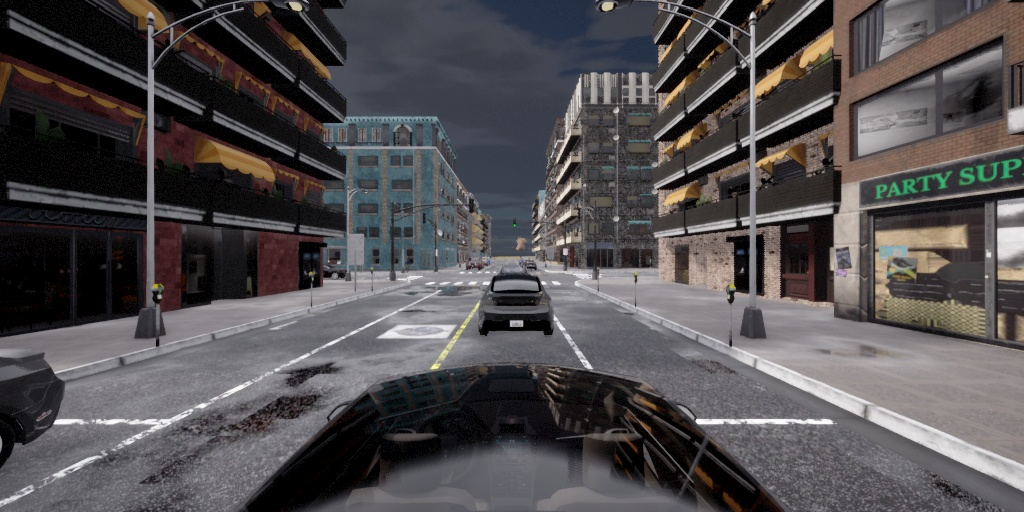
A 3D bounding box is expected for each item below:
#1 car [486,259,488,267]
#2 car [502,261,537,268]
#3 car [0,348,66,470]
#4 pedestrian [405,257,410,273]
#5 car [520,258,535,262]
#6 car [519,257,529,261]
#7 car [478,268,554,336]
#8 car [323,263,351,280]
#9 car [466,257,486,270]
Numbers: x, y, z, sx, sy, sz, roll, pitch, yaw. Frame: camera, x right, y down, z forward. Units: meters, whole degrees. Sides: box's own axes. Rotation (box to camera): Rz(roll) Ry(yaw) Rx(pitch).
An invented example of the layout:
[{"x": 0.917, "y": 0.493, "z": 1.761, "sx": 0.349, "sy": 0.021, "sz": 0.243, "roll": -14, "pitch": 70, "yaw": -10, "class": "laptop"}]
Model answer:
[{"x": -5.331, "y": 1.278, "z": 56.493, "sx": 1.888, "sy": 1.381, "sz": 4.507, "roll": 0, "pitch": 0, "yaw": 0, "class": "car"}, {"x": 0.123, "y": 1.240, "z": 20.230, "sx": 2.128, "sy": 1.511, "sz": 4.902, "roll": 0, "pitch": 0, "yaw": 1, "class": "car"}, {"x": -5.315, "y": 1.300, "z": 1.691, "sx": 2.007, "sy": 1.370, "sz": 4.403, "roll": 0, "pitch": 0, "yaw": 0, "class": "car"}, {"x": -12.162, "y": 1.029, "z": 41.689, "sx": 0.375, "sy": 1.860, "sz": 0.375, "roll": 0, "pitch": 1, "yaw": 0, "class": "pedestrian"}, {"x": 2.551, "y": 1.303, "z": 50.943, "sx": 1.948, "sy": 1.339, "sz": 4.313, "roll": 0, "pitch": 0, "yaw": 0, "class": "car"}, {"x": 2.548, "y": 1.312, "z": 62.047, "sx": 1.802, "sy": 1.307, "sz": 4.207, "roll": 0, "pitch": 0, "yaw": 0, "class": "car"}, {"x": 0.094, "y": 1.255, "z": 10.388, "sx": 1.837, "sy": 1.490, "sz": 4.892, "roll": 0, "pitch": 0, "yaw": 0, "class": "car"}, {"x": -17.657, "y": 1.420, "z": 33.368, "sx": 5.008, "sy": 1.535, "sz": 1.882, "roll": -1, "pitch": 0, "yaw": 0, "class": "car"}, {"x": -5.329, "y": 1.051, "z": 50.941, "sx": 2.192, "sy": 1.841, "sz": 5.009, "roll": 0, "pitch": 0, "yaw": 0, "class": "car"}]
